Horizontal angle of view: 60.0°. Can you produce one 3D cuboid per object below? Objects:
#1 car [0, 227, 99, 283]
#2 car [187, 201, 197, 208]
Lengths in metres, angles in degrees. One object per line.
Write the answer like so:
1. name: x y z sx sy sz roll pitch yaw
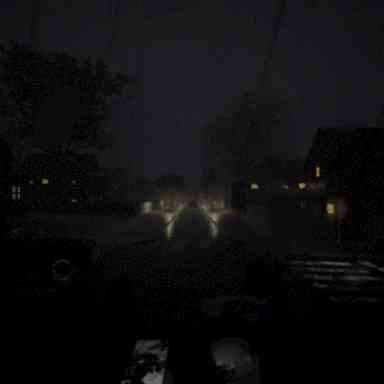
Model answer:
1. car: -5.002 1.635 9.123 4.718 1.301 1.895 2 0 -10
2. car: 0.061 2.444 66.328 1.882 1.535 5.008 0 -1 0
